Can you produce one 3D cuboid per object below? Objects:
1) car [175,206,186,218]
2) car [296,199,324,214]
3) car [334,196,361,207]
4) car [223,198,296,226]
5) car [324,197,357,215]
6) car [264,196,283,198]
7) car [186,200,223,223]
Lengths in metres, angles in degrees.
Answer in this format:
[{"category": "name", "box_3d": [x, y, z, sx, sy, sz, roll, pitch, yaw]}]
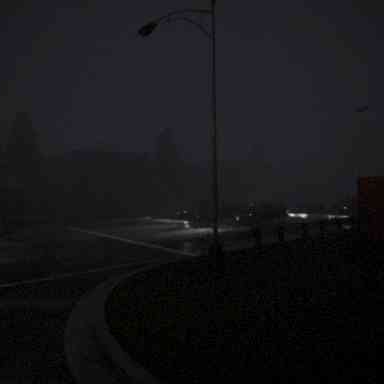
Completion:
[{"category": "car", "box_3d": [0.704, 1.520, 29.124, 4.892, 1.490, 1.837, -1, 0, -41]}, {"category": "car", "box_3d": [11.961, 1.458, 34.262, 4.181, 1.385, 1.994, -1, 0, -41]}, {"category": "car", "box_3d": [22.394, 1.359, 47.876, 4.181, 1.385, 1.994, 0, 0, -41]}, {"category": "car", "box_3d": [4.829, 1.456, 23.437, 4.902, 1.511, 2.128, -1, 0, -41]}, {"category": "car", "box_3d": [15.103, 1.387, 32.356, 4.674, 1.442, 1.812, -1, 0, -41]}, {"category": "car", "box_3d": [8.381, 1.288, 35.789, 4.553, 1.767, 2.097, -1, 0, -41]}, {"category": "car", "box_3d": [2.259, 1.486, 25.840, 4.902, 1.511, 2.128, -1, 0, -41]}]
